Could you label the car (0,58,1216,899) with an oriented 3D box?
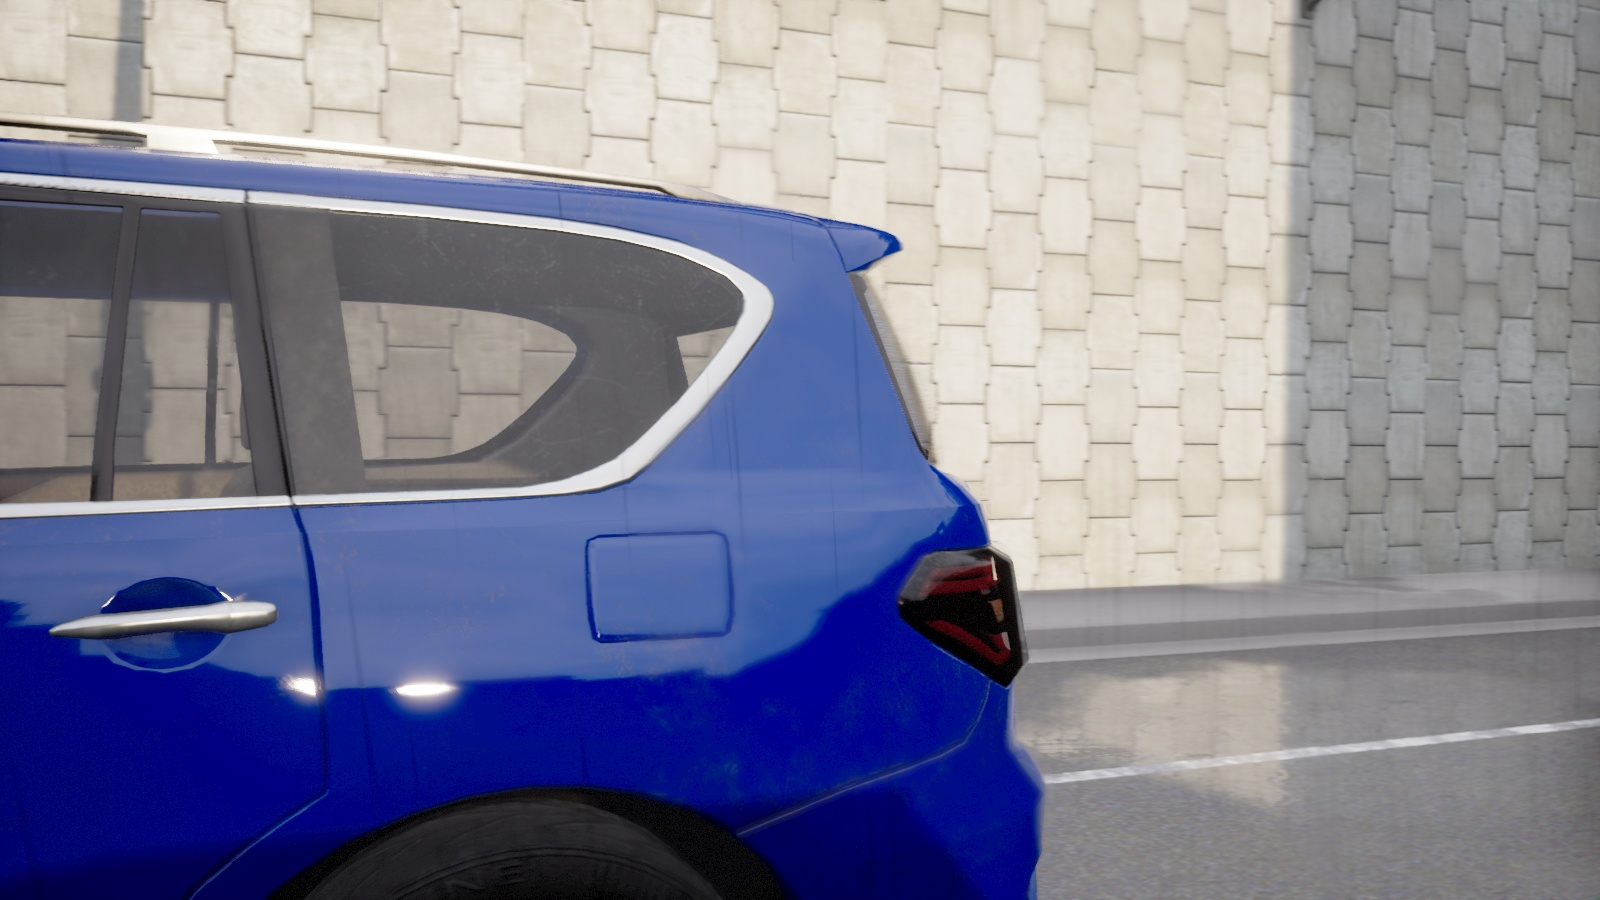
[{"bbox_3d":[-2.195,0.502,2.403,5.566,2.045,2.150,-1,1,-21],"label":"car"}]
